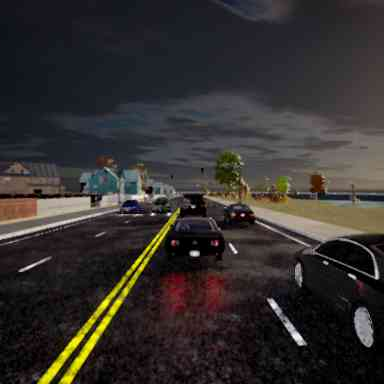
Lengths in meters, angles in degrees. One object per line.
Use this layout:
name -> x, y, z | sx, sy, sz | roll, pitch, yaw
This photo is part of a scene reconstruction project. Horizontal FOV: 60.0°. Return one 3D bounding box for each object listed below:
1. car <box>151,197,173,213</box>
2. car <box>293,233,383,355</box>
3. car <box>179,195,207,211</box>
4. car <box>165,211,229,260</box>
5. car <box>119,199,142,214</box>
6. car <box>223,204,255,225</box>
car -> -3.327, 1.372, 37.264 | 2.097, 1.767, 4.553 | 0, 0, 0
car -> 3.313, 1.507, 6.034 | 1.837, 1.490, 4.892 | 0, 1, 0
car -> 0.104, 1.233, 28.321 | 2.150, 2.045, 5.566 | 0, 0, 0
car -> 0.096, 1.603, 12.457 | 1.895, 1.301, 4.718 | 0, 0, 0
car -> -6.570, 1.545, 35.990 | 1.812, 1.442, 4.674 | 0, 0, 0
car -> 3.343, 1.556, 24.334 | 2.033, 1.411, 5.357 | 0, 0, 0
